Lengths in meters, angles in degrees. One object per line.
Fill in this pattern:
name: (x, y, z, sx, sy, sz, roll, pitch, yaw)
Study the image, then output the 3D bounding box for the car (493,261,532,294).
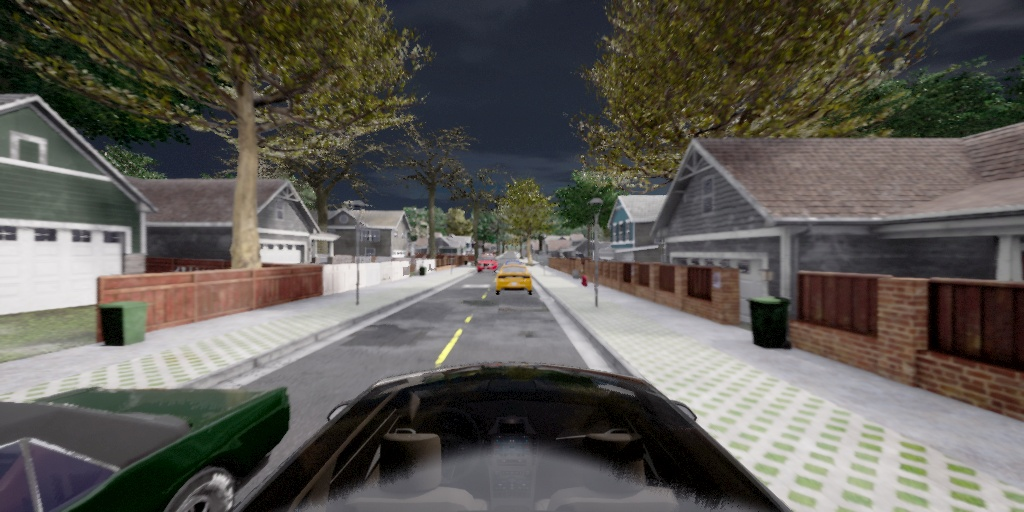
car: (0.109, 1.220, 20.135, 1.882, 1.535, 5.008, 0, 0, 0)

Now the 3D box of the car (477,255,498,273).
car: (-2.815, 0.915, 41.880, 2.150, 2.045, 5.566, 0, 1, 0)

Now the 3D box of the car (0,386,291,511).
car: (-2.851, 1.352, 0.871, 1.895, 1.301, 4.718, 0, 0, 0)
